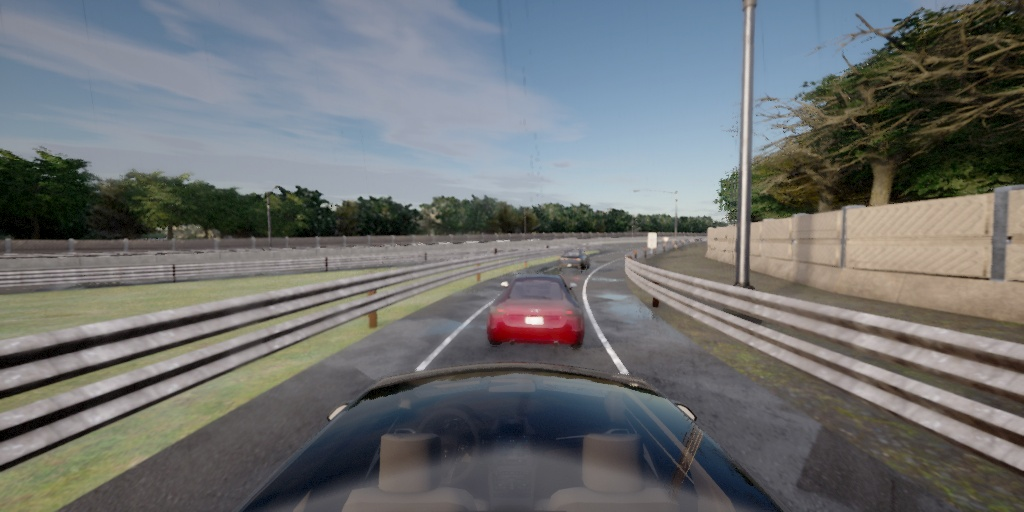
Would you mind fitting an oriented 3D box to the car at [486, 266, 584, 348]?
[{"bbox_3d":[0.633,1.121,8.719,1.994,1.385,4.181,0,2,6],"label":"car"}]

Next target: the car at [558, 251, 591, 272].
[{"bbox_3d":[4.745,0.330,27.007,2.128,1.511,4.902,1,3,19],"label":"car"}]
